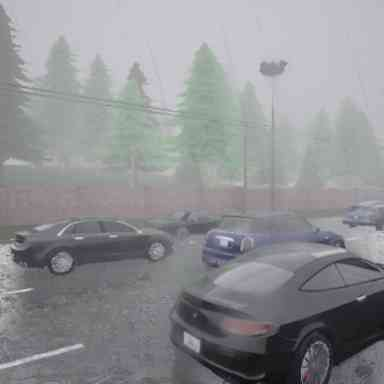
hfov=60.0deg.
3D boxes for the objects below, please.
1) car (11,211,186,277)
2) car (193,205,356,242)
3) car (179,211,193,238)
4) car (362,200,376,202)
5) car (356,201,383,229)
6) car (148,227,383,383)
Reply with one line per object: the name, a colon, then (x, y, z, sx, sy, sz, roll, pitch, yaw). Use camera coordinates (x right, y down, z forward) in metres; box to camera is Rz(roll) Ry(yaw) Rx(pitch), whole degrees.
car: (-2.821, 1.497, 10.341, 4.892, 1.490, 1.837, 0, 0, -35)
car: (2.559, 1.339, 9.875, 4.553, 1.767, 2.097, 0, 0, -35)
car: (0.148, 1.583, 16.749, 4.718, 1.301, 1.895, 0, 0, -35)
car: (15.036, 1.427, 27.365, 5.008, 1.535, 1.882, 0, 0, -35)
car: (11.436, 1.509, 20.501, 5.357, 1.411, 2.033, 0, 0, -35)
car: (1.872, 1.518, 5.093, 4.674, 1.442, 1.812, 0, 0, -36)
